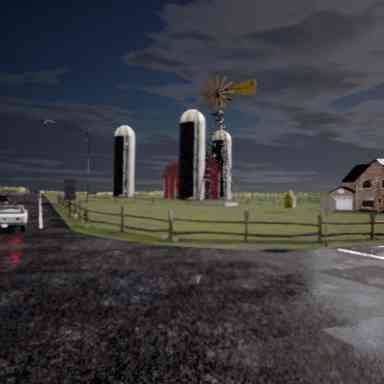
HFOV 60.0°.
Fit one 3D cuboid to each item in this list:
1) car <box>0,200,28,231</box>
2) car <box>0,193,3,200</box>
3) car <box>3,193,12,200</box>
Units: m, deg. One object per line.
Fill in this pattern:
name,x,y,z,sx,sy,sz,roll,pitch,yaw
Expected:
car,-10.111,1.341,18.371,1.895,1.301,4.718,1,0,-25
car,-21.778,0.815,35.063,2.097,1.767,4.553,1,0,-23
car,-29.825,0.849,52.850,1.994,1.385,4.181,1,0,-24
